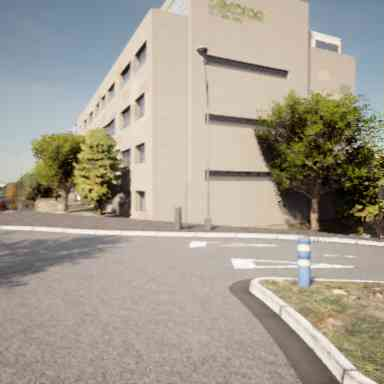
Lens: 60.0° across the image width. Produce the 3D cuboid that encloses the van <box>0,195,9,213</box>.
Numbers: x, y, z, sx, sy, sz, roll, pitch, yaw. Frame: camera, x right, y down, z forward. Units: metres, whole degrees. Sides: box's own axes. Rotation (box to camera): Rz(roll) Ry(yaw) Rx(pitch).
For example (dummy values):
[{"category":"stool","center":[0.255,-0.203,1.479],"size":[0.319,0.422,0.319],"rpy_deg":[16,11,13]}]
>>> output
[{"category":"van","center":[-20.917,1.296,33.262],"size":[4.442,1.987,1.878],"rpy_deg":[-1,-2,-31]}]

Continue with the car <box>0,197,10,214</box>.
[{"category":"car","center":[-25.373,1.664,40.324],"size":[5.566,2.045,2.435],"rpy_deg":[-1,-3,-31]}]
